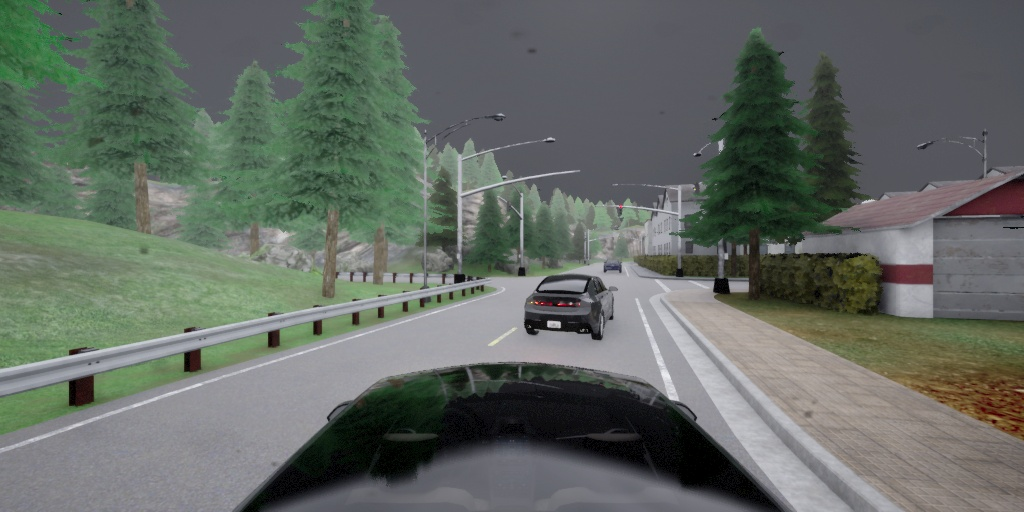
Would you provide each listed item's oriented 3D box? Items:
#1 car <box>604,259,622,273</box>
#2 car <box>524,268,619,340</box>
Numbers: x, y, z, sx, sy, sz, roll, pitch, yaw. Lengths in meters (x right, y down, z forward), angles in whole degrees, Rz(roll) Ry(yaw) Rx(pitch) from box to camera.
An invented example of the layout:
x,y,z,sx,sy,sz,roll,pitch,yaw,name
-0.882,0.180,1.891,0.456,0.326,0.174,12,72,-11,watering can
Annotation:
x,y,z,sx,sy,sz,roll,pitch,yaw,name
12.406,1.102,44.117,2.097,1.767,4.553,0,0,17,car
1.785,1.255,10.130,1.837,1.490,4.892,0,0,21,car
